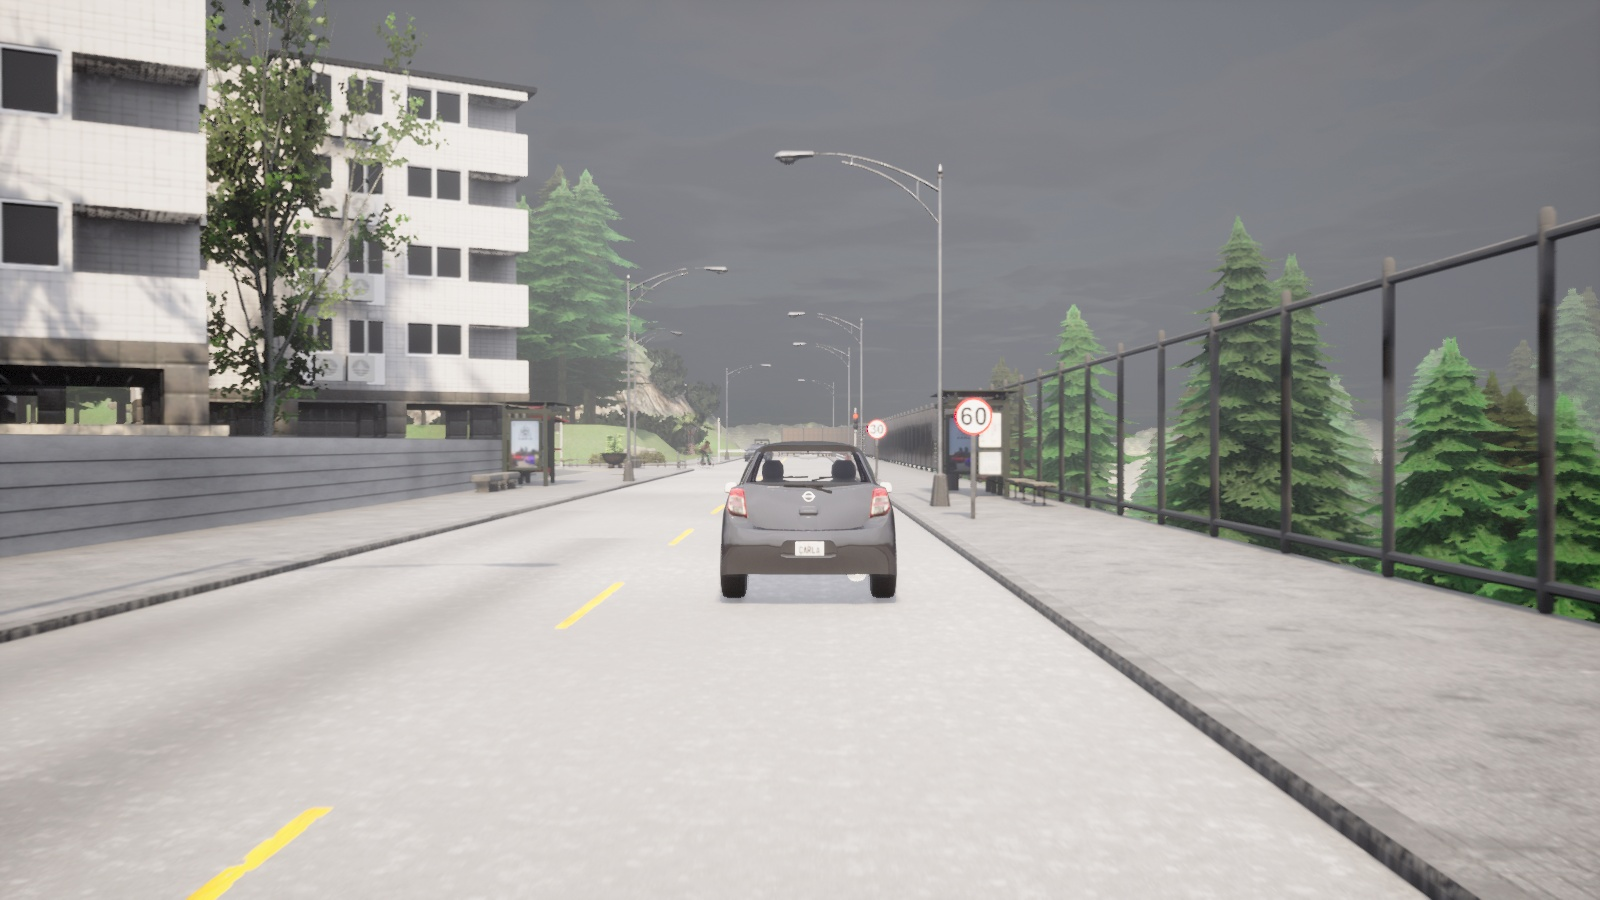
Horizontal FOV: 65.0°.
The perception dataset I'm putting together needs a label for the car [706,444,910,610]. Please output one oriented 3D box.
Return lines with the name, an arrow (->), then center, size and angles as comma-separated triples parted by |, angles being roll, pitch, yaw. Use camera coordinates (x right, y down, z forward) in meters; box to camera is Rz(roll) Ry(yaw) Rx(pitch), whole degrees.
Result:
car -> 0.085, 0.686, 13.191 | 1.845, 1.501, 3.633 | 0, 0, 0
